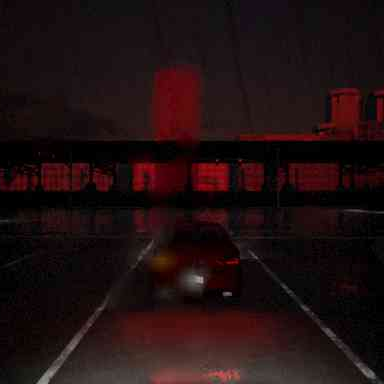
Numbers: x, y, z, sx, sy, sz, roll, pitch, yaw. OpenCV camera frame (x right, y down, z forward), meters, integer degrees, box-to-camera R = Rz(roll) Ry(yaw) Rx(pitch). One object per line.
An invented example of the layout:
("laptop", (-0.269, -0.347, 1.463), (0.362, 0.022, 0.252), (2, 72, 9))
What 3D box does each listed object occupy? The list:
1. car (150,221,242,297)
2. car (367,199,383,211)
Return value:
("car", (0.095, 1.478, 8.616), (1.882, 1.535, 5.008), (0, 0, 0))
("car", (22.728, 1.403, 38.406), (4.674, 1.442, 1.812), (-1, 0, 1))
